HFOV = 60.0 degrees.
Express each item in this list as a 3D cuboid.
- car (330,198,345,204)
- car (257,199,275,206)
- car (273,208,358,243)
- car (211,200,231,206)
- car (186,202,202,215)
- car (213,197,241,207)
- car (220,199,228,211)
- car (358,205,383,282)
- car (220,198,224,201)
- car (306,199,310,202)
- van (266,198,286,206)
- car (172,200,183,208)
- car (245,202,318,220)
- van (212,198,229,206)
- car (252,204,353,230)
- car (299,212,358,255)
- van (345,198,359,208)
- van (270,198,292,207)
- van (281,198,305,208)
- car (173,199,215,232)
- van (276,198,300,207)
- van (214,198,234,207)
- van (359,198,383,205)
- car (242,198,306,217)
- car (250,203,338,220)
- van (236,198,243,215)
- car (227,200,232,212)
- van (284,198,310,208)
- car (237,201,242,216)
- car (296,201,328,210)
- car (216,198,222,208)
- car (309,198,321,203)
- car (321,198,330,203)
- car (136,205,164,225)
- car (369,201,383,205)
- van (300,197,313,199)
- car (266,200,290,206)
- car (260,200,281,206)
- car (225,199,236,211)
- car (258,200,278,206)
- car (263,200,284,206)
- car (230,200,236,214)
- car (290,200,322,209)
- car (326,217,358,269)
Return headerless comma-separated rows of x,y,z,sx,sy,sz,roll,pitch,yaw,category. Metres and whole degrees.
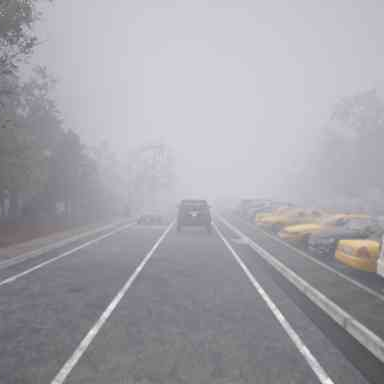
20.170,1.704,39.971,5.566,2.045,2.435,0,-1,0,car
20.598,2.931,92.572,4.553,1.767,2.185,0,-2,0,car
6.729,1.686,15.188,5.366,1.575,1.946,0,0,0,car
7.512,2.901,87.323,5.008,1.535,2.097,0,-2,0,car
0.227,2.066,42.384,1.994,1.385,4.181,0,-1,0,car
7.398,2.156,70.697,5.566,2.045,2.435,0,-1,0,car
6.979,2.043,45.713,5.366,1.575,1.946,0,-1,0,car
6.874,1.389,6.860,5.566,2.045,2.435,0,0,0,car
7.204,2.127,51.263,4.892,1.521,2.231,0,-1,0,car
20.292,2.158,51.171,4.674,1.452,2.002,0,-1,0,car
20.655,2.492,81.497,4.442,1.987,1.878,0,-2,0,van
-2.949,2.479,69.700,2.128,1.511,4.902,0,-1,0,car
6.999,1.774,26.280,4.892,1.521,2.231,0,0,0,car
7.646,2.760,90.104,4.442,1.987,1.878,0,-2,0,van
6.775,1.721,20.861,5.366,1.575,1.946,0,0,0,car
6.898,1.673,12.411,4.892,1.521,2.231,0,0,0,car
20.058,1.689,37.202,4.442,1.987,1.878,0,-1,0,van
20.376,2.323,75.962,4.442,1.987,1.878,0,-2,0,van
20.541,2.131,67.668,4.442,1.987,1.878,0,-1,0,van
0.138,1.469,22.151,2.150,2.045,5.566,0,0,0,car
20.332,2.173,70.573,4.442,1.987,1.878,0,-1,0,van
7.298,2.336,76.231,4.442,1.987,1.878,0,-2,0,van
20.269,1.649,34.430,4.442,1.987,1.878,0,-1,0,van
7.059,1.681,29.060,4.553,1.767,2.185,0,-1,0,car
7.168,1.742,23.511,5.366,1.575,1.946,0,0,0,car
7.190,1.659,34.610,4.442,1.987,1.878,0,-1,0,van
7.090,1.995,40.159,4.792,1.488,2.163,0,-1,0,car
20.520,2.092,65.024,4.442,1.987,1.878,0,-1,0,van
7.080,1.874,31.831,4.792,1.488,2.163,0,-1,0,car
20.332,2.236,56.586,4.674,1.452,2.002,0,-1,0,car
7.048,2.163,54.040,5.366,1.575,1.946,0,-1,0,car
20.260,2.075,48.278,5.008,1.535,2.097,0,-1,0,car
20.192,1.744,42.741,5.566,2.045,2.435,0,-1,0,car
-3.295,1.831,27.041,1.812,1.442,4.674,0,-1,0,car
20.135,1.835,31.658,5.008,1.535,2.097,0,-1,0,car
20.429,1.932,53.945,4.442,1.987,1.878,0,-1,0,van
20.331,2.630,78.723,5.366,1.575,1.946,0,-2,0,car
20.579,2.887,87.029,5.008,1.535,2.097,0,-2,0,car
7.113,2.035,42.935,4.792,1.488,2.163,0,-1,0,car
20.603,2.975,89.923,5.008,1.535,2.097,0,-2,0,car
20.555,2.803,84.260,4.892,1.521,2.231,0,-2,0,car
7.067,1.955,37.383,4.792,1.488,2.163,0,-1,0,car
20.351,2.236,59.357,5.008,1.535,2.097,0,-1,0,car
7.054,1.653,9.633,5.366,1.575,1.946,0,0,0,car
